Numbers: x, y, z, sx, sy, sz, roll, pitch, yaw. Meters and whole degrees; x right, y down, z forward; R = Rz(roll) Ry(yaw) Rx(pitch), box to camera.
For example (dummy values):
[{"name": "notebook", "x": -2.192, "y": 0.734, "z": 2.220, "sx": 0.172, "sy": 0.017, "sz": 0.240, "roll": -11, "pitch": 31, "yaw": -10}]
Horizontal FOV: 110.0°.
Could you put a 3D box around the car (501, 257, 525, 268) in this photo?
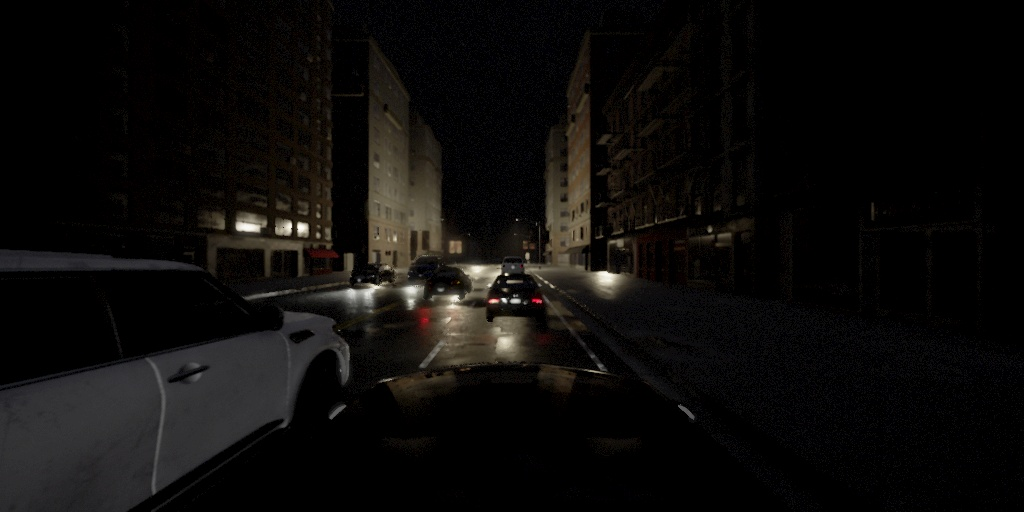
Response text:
[{"name": "car", "x": 0.094, "y": 1.075, "z": 34.791, "sx": 2.150, "sy": 2.045, "sz": 5.566, "roll": 0, "pitch": 0, "yaw": 0}]

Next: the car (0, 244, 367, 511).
[{"name": "car", "x": -3.148, "y": 0.966, "z": 2.234, "sx": 2.150, "sy": 2.045, "sz": 5.566, "roll": 0, "pitch": -1, "yaw": 0}]

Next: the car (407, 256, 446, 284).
[{"name": "car", "x": -6.606, "y": 1.054, "z": 28.608, "sx": 2.150, "sy": 2.045, "sz": 5.566, "roll": 0, "pitch": 0, "yaw": 0}]

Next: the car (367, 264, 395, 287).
[{"name": "car", "x": -9.854, "y": 1.314, "z": 25.580, "sx": 2.128, "sy": 1.511, "sz": 4.902, "roll": 0, "pitch": 0, "yaw": 0}]

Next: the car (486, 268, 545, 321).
[{"name": "car", "x": 0.098, "y": 1.329, "z": 12.637, "sx": 2.033, "sy": 1.411, "sz": 5.357, "roll": 0, "pitch": 0, "yaw": 0}]

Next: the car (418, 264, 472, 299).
[{"name": "car", "x": -3.152, "y": 1.324, "z": 18.149, "sx": 1.812, "sy": 1.442, "sz": 4.674, "roll": 0, "pitch": 0, "yaw": 0}]
